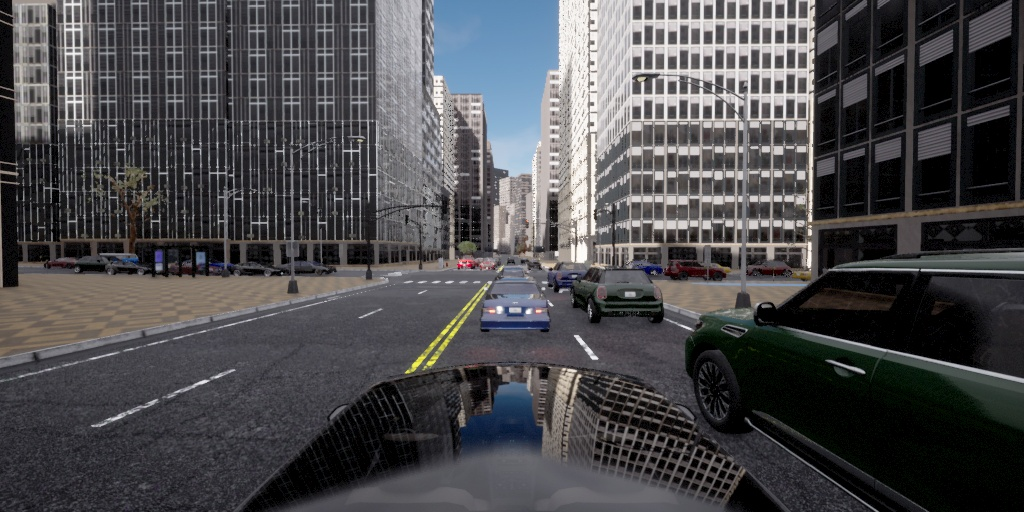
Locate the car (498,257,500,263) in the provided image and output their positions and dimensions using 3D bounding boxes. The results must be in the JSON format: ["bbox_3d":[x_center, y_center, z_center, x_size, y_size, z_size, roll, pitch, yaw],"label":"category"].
[{"bbox_3d":[-3.471,1.232,60.053,1.812,1.442,4.674,0,0,0],"label":"car"}]

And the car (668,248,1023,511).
[{"bbox_3d":[3.345,0.971,2.371,2.150,2.045,5.566,0,0,0],"label":"car"}]

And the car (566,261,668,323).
[{"bbox_3d":[3.325,1.098,12.217,2.097,1.767,4.553,0,0,0],"label":"car"}]

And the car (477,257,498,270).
[{"bbox_3d":[-3.432,1.068,51.209,2.097,1.767,4.553,0,0,-1],"label":"car"}]

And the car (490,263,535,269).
[{"bbox_3d":[0.055,1.304,20.014,1.994,1.385,4.181,0,0,0],"label":"car"}]

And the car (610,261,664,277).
[{"bbox_3d":[13.018,1.311,37.536,5.008,1.535,1.882,0,1,0],"label":"car"}]

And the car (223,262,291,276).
[{"bbox_3d":[-22.805,1.173,32.199,4.313,1.339,1.948,0,0,1],"label":"car"}]

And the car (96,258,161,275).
[{"bbox_3d":[-34.170,1.069,32.478,4.313,1.339,1.948,0,0,1],"label":"car"}]

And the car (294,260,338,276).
[{"bbox_3d":[-19.989,1.136,34.856,5.357,1.411,2.033,1,1,1],"label":"car"}]

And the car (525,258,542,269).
[{"bbox_3d":[3.183,1.221,51.303,1.837,1.490,4.892,0,0,0],"label":"car"}]

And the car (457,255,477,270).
[{"bbox_3d":[-6.713,0.935,53.353,2.150,2.045,5.566,0,0,0],"label":"car"}]

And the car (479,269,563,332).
[{"bbox_3d":[0.080,1.293,10.771,2.033,1.411,5.357,0,0,0],"label":"car"}]

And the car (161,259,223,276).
[{"bbox_3d":[-28.489,1.137,32.318,4.207,1.307,1.802,0,0,1],"label":"car"}]

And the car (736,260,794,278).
[{"bbox_3d":[26.280,1.301,37.387,4.553,1.767,2.097,0,1,1],"label":"car"}]

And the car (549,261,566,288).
[{"bbox_3d":[3.303,1.092,21.082,2.097,1.767,4.553,0,0,0],"label":"car"}]

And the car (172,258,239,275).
[{"bbox_3d":[-29.850,0.977,35.034,5.008,1.535,1.882,1,1,1],"label":"car"}]

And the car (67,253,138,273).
[{"bbox_3d":[-39.881,0.760,35.219,4.553,1.767,2.097,1,1,1],"label":"car"}]
